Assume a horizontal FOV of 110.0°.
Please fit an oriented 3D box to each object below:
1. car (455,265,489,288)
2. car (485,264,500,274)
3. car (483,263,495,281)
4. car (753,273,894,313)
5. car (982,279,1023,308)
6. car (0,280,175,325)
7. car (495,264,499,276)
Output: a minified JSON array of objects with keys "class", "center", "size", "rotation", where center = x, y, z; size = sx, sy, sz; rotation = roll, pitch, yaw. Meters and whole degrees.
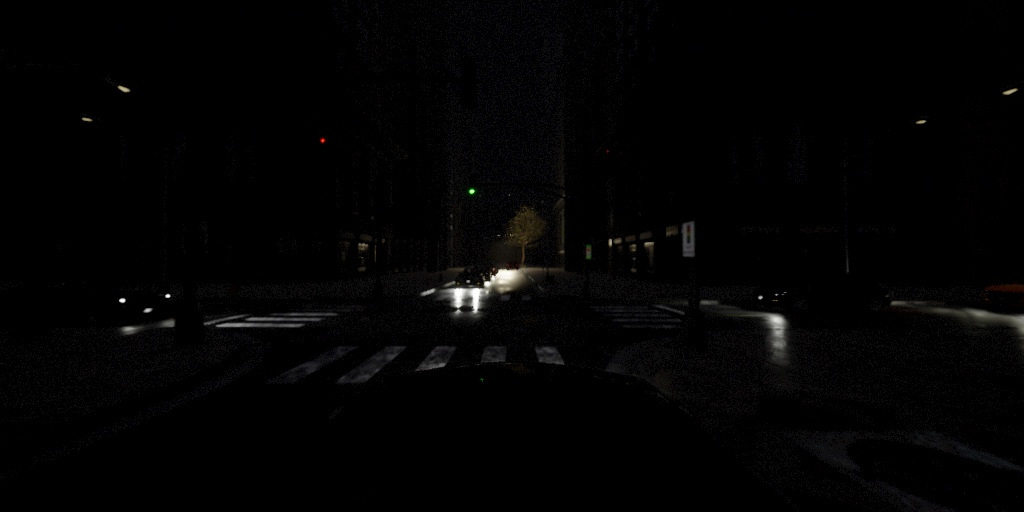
[{"class":"car","center":[-3.093,1.641,27.280],"size":[1.994,1.385,4.181],"rotation":[0,-1,0]},{"class":"car","center":[-3.035,1.965,56.256],"size":[2.128,1.511,4.902],"rotation":[0,-1,0]},{"class":"car","center":[-3.091,1.674,36.351],"size":[1.882,1.535,5.008],"rotation":[0,-1,0]},{"class":"car","center":[12.589,1.463,14.688],"size":[4.892,1.490,1.837],"rotation":[0,-1,0]},{"class":"car","center":[22.545,1.467,14.680],"size":[5.008,1.535,1.882],"rotation":[0,-1,0]},{"class":"car","center":[-13.896,1.428,11.527],"size":[4.718,1.301,1.895],"rotation":[0,-1,0]},{"class":"car","center":[-3.078,1.681,45.997],"size":[2.097,1.767,4.553],"rotation":[0,-1,0]}]
